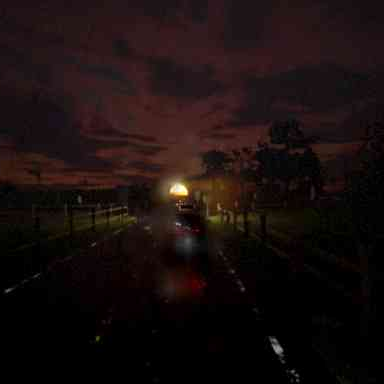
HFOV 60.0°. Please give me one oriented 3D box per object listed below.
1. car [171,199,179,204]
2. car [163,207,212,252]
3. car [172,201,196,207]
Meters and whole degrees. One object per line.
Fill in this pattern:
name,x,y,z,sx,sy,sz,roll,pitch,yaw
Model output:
car,-4.122,2.274,80.848,1.994,1.385,4.181,0,-1,-1
car,-0.183,1.617,14.510,1.837,1.490,4.892,0,-1,-1
car,-0.336,1.717,26.639,1.837,1.490,4.892,0,-1,1
